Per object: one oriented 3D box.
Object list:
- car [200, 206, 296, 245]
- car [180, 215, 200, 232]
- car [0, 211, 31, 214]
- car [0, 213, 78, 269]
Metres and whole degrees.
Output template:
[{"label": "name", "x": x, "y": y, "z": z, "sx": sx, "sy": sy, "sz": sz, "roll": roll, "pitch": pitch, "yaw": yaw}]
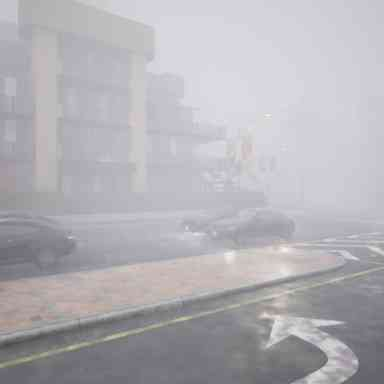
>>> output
[{"label": "car", "x": 2.899, "y": 1.523, "z": 15.611, "sx": 4.674, "sy": 1.442, "sz": 1.812, "roll": 0, "pitch": 0, "yaw": -34}, {"label": "car", "x": 1.946, "y": 1.545, "z": 19.192, "sx": 5.357, "sy": 1.411, "sz": 2.033, "roll": 0, "pitch": 0, "yaw": -34}, {"label": "car", "x": -7.517, "y": 1.506, "z": 12.770, "sx": 4.892, "sy": 1.490, "sz": 1.837, "roll": 1, "pitch": 0, "yaw": -34}, {"label": "car", "x": -5.797, "y": 1.526, "z": 9.717, "sx": 4.674, "sy": 1.442, "sz": 1.812, "roll": 0, "pitch": 0, "yaw": -34}]
